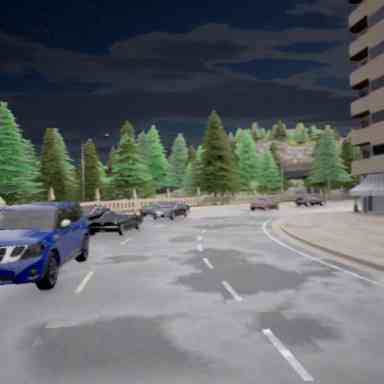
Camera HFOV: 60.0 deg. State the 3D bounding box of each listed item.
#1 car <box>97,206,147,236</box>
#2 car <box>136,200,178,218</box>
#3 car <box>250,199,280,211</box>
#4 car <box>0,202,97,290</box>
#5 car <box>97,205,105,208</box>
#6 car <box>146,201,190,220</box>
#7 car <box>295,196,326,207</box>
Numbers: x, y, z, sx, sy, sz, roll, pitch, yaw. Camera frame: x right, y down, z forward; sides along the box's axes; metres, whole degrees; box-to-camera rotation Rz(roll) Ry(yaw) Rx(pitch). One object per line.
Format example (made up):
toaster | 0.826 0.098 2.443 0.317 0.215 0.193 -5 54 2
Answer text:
car | -4.399 1.749 19.683 1.895 1.301 4.718 -1 0 8
car | -3.452 1.670 34.141 1.837 1.490 4.892 -1 0 28
car | 8.609 1.481 39.162 1.994 1.385 4.181 -1 0 42
car | -4.540 1.345 9.689 2.150 2.045 5.566 -1 0 -4
car | -7.242 1.711 23.328 2.128 1.511 4.902 -1 0 13
car | -1.762 1.608 29.428 2.128 1.511 4.902 -1 0 23
car | 16.401 1.258 45.959 4.902 1.511 2.128 -1 0 -29
